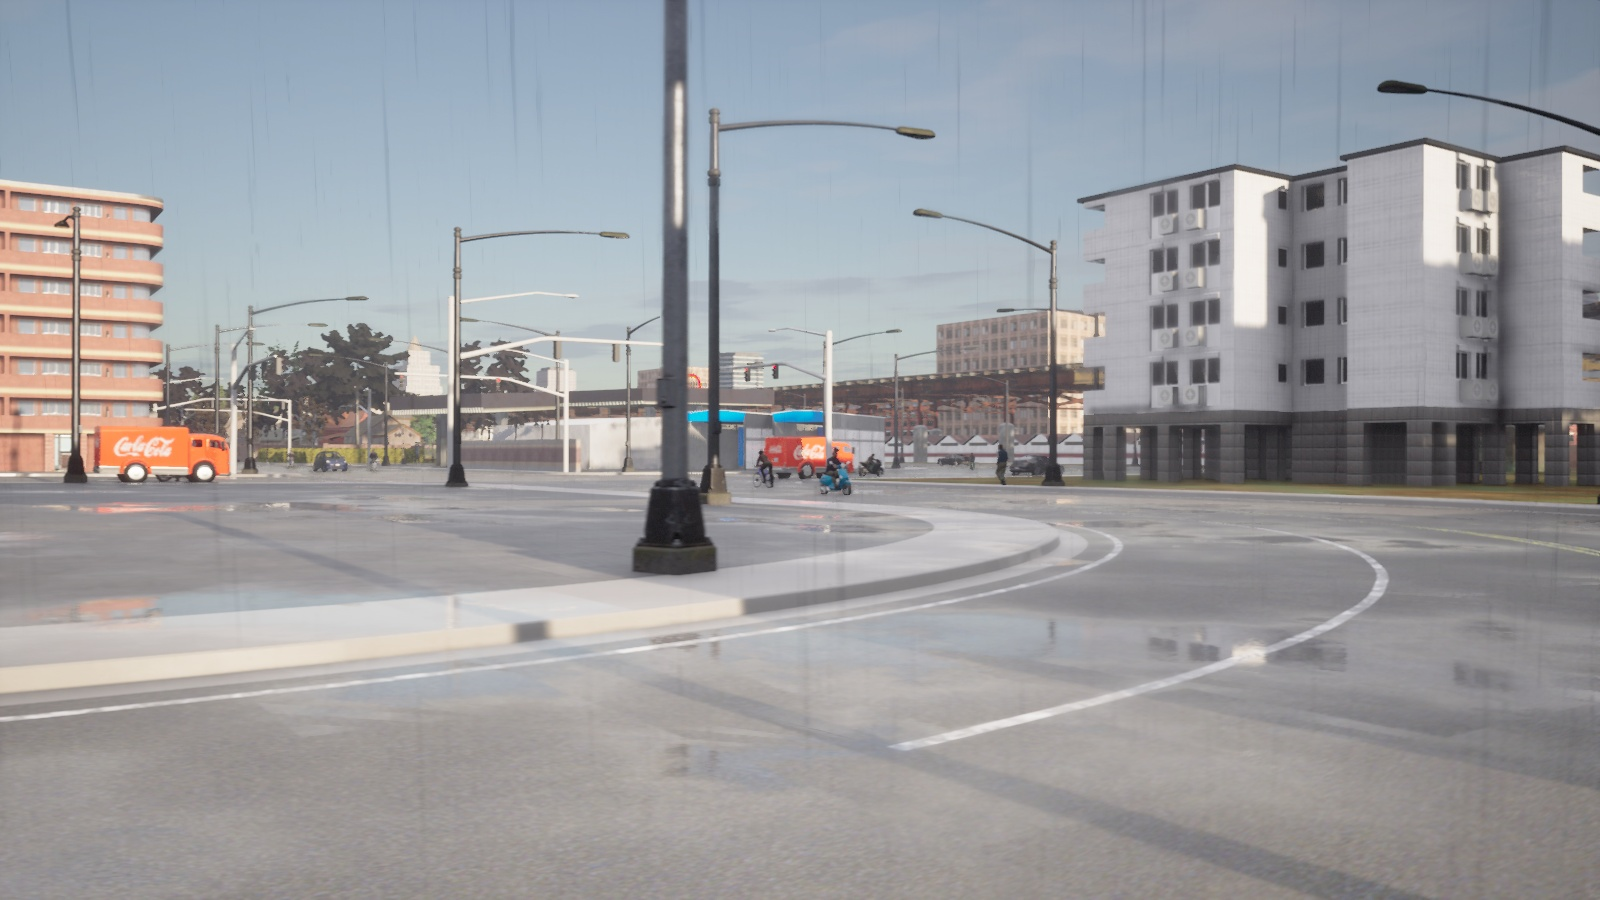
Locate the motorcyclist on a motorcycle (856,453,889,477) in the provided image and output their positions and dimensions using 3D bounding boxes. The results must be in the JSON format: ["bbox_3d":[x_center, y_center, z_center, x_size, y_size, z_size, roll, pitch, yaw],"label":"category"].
[{"bbox_3d":[4.611,0.945,79.914,2.044,1.523,0.797,0,0,-35],"label":"motorcyclist on a motorcycle"}]

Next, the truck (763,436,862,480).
[{"bbox_3d":[0.742,0.466,73.021,5.204,2.467,2.627,0,0,-35],"label":"truck"}]

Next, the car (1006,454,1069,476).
[{"bbox_3d":[16.086,0.975,84.883,4.674,1.442,1.812,0,0,-45],"label":"car"}]

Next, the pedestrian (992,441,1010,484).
[{"bbox_3d":[8.514,0.532,53.205,0.370,1.835,0.726,0,0,-37],"label":"pedestrian"}]

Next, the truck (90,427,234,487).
[{"bbox_3d":[-27.608,0.342,54.384,5.204,2.467,2.627,1,-1,-35],"label":"truck"}]

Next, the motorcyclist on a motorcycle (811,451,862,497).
[{"bbox_3d":[1.276,0.823,44.562,0.866,1.590,1.817,0,0,-36],"label":"motorcyclist on a motorcycle"}]
